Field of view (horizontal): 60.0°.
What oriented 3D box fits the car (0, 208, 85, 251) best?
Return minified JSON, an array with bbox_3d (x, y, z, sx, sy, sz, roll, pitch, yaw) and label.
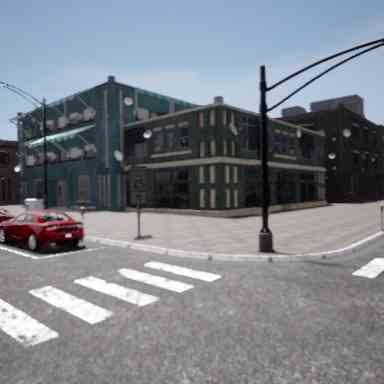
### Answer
[{"bbox_3d":[-6.023,1.394,13.165,4.507,1.381,1.887,0,0,41],"label":"car"}]
